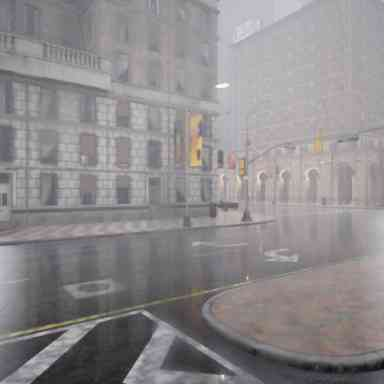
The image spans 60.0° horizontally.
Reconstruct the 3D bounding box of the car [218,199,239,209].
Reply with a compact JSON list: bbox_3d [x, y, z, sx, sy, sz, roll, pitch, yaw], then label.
[{"bbox_3d":[4.039,1.600,43.919,1.895,1.301,4.718,0,0,-36],"label":"car"}]
